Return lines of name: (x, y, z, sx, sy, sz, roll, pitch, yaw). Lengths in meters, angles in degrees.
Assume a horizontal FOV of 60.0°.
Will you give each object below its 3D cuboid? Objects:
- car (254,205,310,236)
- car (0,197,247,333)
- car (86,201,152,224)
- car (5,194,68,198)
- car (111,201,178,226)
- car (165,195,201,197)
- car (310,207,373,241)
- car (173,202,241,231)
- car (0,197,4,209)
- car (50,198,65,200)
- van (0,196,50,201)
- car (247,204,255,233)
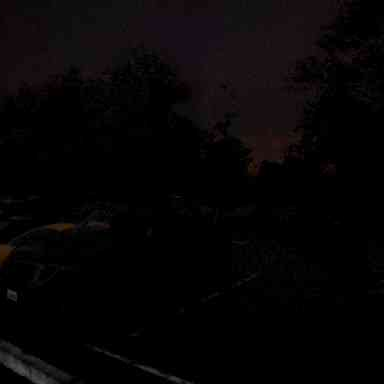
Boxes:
car: (5.669, 1.497, 18.613, 2.231, 1.521, 4.892, 0, 0, 35)
car: (-1.171, 1.242, 7.390, 2.435, 2.045, 5.566, 0, 0, 35)
car: (-5.686, 1.517, 26.595, 2.097, 1.535, 5.008, 0, 0, 35)
car: (-14.779, 1.247, 32.971, 2.435, 2.045, 5.566, 0, 0, 35)
car: (-3.415, 1.516, 24.995, 2.231, 1.521, 4.892, 0, 0, 35)
car: (-1.160, 1.259, 23.379, 2.435, 2.045, 5.566, 0, 0, 35)
car: (7.951, 1.521, 17.034, 2.163, 1.488, 4.792, 0, 0, 35)
car: (1.130, 1.505, 21.808, 2.097, 1.535, 5.008, 0, 0, 35)
car: (-26.128, 1.448, 40.963, 2.163, 1.488, 4.792, 0, 0, 35)
car: (-10.236, 1.547, 29.770, 2.163, 1.488, 4.792, 0, 0, 35)
van: (-7.963, 1.282, 12.351, 1.878, 1.987, 4.442, 0, 0, 35)
car: (3.399, 1.501, 20.210, 2.097, 1.535, 5.008, 0, 0, 35)
